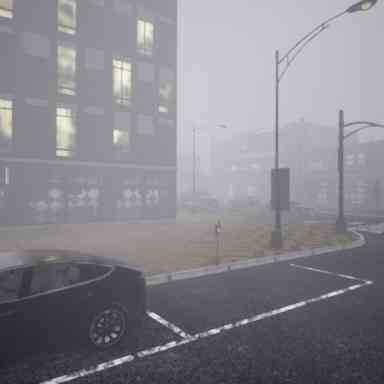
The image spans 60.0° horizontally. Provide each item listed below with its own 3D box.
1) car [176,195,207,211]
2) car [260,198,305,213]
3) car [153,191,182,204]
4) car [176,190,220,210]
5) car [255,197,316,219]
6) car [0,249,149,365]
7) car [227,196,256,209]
[{"bbox_3d":[-0.775,1.220,33.734,1.802,1.307,4.206,1,0,-36],"label":"car"},{"bbox_3d":[9.262,1.326,34.236,1.802,1.307,4.206,1,0,-36],"label":"car"},{"bbox_3d":[-3.887,0.779,52.100,2.192,1.841,5.009,1,0,-36],"label":"car"},{"bbox_3d":[0.658,0.855,36.145,2.150,2.045,5.566,0,1,-37],"label":"car"},{"bbox_3d":[7.610,1.307,26.704,1.812,1.442,4.674,0,1,-36],"label":"car"},{"bbox_3d":[-2.690,1.566,4.635,4.313,1.339,1.947,0,0,-36],"label":"car"},{"bbox_3d":[5.975,1.115,38.704,1.967,1.590,4.097,1,0,-36],"label":"car"}]
